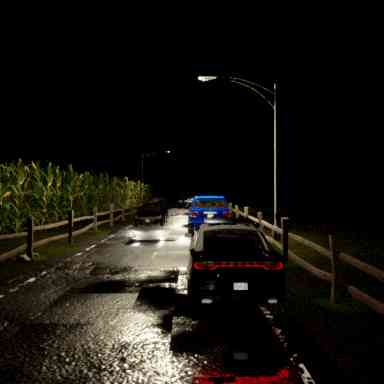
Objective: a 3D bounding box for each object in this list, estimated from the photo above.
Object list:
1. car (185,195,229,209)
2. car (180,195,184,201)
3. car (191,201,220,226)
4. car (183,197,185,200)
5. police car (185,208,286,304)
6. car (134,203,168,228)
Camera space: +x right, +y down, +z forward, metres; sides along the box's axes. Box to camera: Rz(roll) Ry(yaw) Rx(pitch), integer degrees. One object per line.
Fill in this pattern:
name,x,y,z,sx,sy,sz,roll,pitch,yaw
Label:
car,0.875,1.224,18.244,2.150,2.045,5.566,0,0,0
car,-2.495,1.696,92.910,1.812,1.442,4.674,0,0,0
car,0.891,1.477,24.213,1.882,1.535,5.008,0,0,0
car,0.156,1.623,46.274,1.895,1.301,4.718,0,0,1
police car,0.847,1.425,8.324,1.930,1.638,5.238,0,0,0
car,-2.687,1.477,22.671,1.882,1.535,5.008,0,0,0
